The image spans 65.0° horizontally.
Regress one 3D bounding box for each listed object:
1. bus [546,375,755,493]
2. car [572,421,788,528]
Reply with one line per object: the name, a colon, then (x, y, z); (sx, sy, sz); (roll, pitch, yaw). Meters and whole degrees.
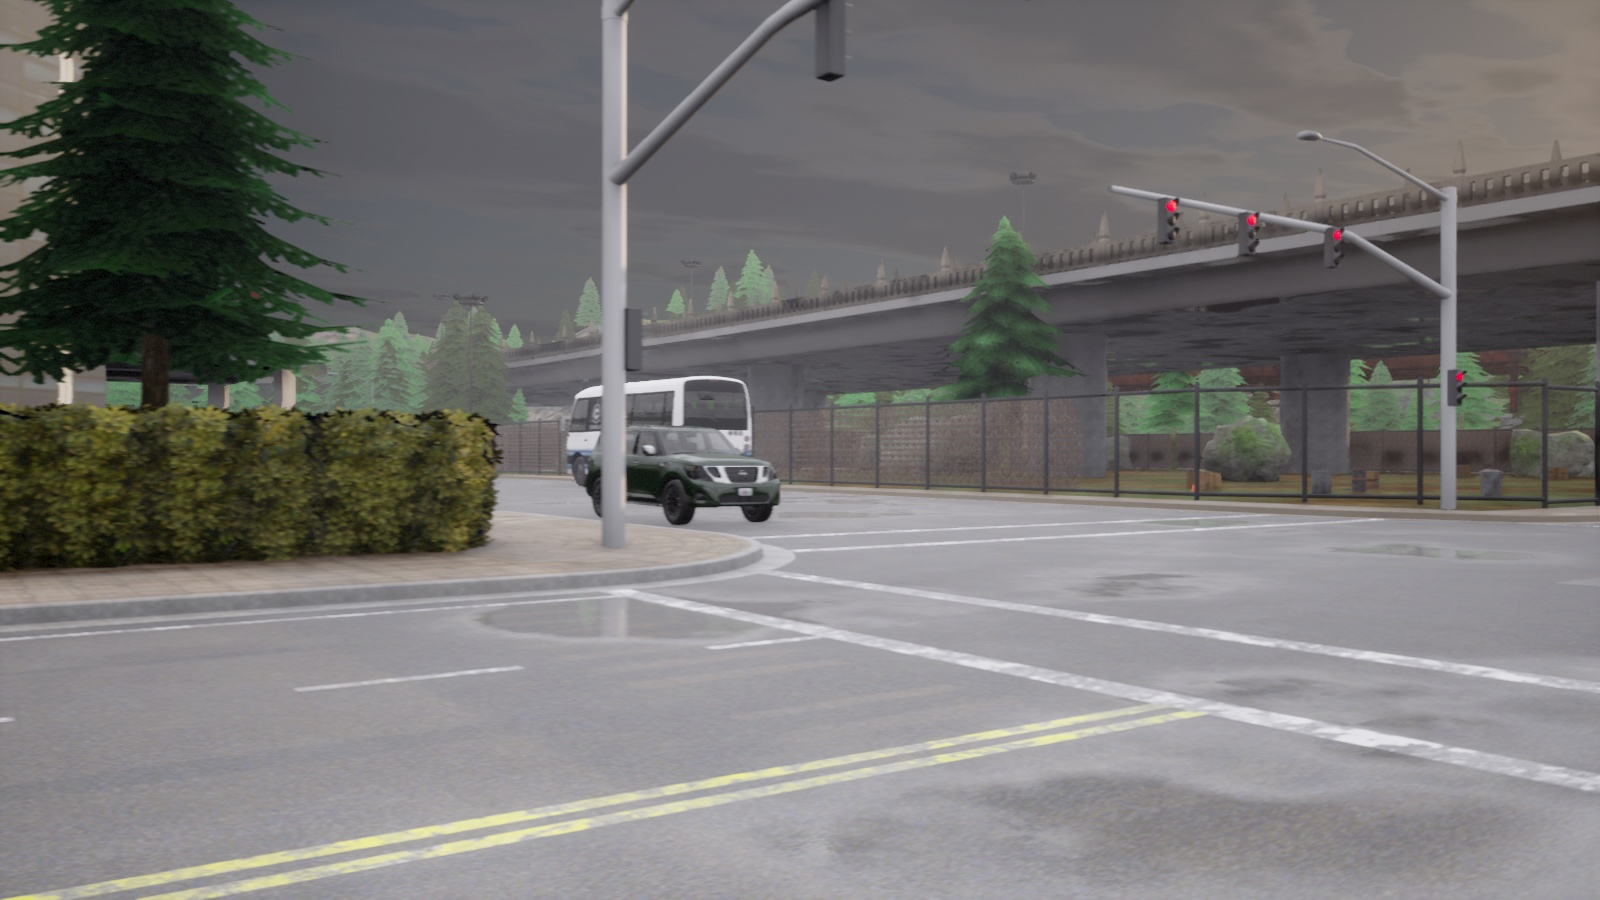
bus: (-6.263, -0.562, 50.365); (3.944, 4.253, 10.273); (0, 0, -35)
car: (-2.707, 0.473, 26.800); (2.150, 2.045, 5.566); (0, 0, -35)
